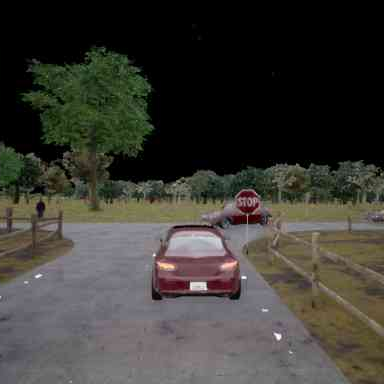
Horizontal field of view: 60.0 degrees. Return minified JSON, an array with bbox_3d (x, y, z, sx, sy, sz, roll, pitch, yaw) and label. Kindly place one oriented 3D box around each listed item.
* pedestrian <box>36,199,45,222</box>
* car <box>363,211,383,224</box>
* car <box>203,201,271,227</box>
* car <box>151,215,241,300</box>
[{"bbox_3d":[-12.155,1.433,26.719,0.375,1.860,0.375,0,-1,0],"label":"pedestrian"},{"bbox_3d":[14.880,1.597,23.676,4.718,1.301,1.895,0,-1,1],"label":"car"},{"bbox_3d":[2.830,1.365,21.439,4.553,1.767,2.097,0,0,-26],"label":"car"},{"bbox_3d":[0.038,1.538,8.297,1.812,1.442,4.674,0,0,-2],"label":"car"}]
